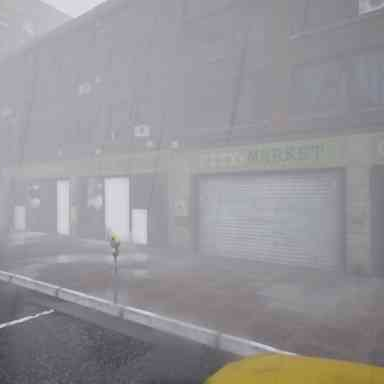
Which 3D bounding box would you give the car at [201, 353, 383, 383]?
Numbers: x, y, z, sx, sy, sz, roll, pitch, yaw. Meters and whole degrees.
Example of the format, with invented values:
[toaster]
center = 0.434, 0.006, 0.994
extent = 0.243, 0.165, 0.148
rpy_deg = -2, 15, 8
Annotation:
[car]
center = 1.980, 1.525, 1.470
extent = 4.829, 1.417, 1.752
rpy_deg = 0, 0, 36
